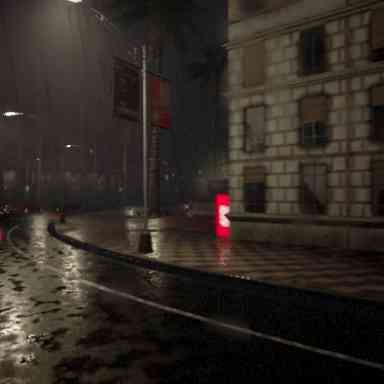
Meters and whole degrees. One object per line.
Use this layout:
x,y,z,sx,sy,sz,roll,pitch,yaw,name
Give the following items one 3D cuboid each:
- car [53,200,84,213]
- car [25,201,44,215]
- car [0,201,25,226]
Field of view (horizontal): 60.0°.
-14.838,1.746,40.185,1.837,1.490,4.892,-1,0,11,car
-18.812,1.730,37.716,1.882,1.535,5.008,0,-1,6,car
-14.405,1.668,25.009,2.128,1.511,4.902,0,0,-18,car
